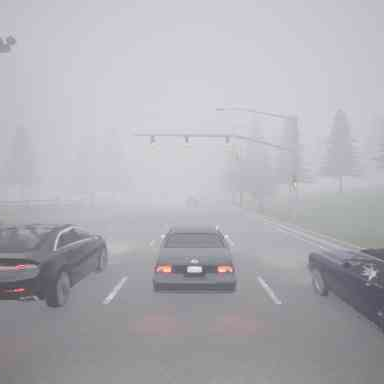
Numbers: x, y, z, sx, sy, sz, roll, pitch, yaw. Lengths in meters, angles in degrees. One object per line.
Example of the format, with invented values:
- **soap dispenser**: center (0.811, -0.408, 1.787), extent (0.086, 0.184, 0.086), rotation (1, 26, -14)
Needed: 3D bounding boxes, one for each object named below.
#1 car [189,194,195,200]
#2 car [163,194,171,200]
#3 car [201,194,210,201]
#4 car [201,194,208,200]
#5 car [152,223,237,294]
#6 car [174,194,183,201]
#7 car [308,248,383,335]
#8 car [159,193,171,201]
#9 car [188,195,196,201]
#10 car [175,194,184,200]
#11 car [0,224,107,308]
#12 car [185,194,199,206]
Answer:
- **car**: center (0.015, 1.310, 94.059), extent (1.882, 1.535, 5.008), rotation (0, 0, 0)
- **car**: center (-6.985, 1.385, 94.060), extent (1.994, 1.385, 4.181), rotation (0, 0, 0)
- **car**: center (3.513, 1.492, 83.639), extent (1.837, 1.490, 4.892), rotation (0, 0, 0)
- **car**: center (3.515, 1.310, 94.059), extent (1.882, 1.535, 5.008), rotation (0, 0, 0)
- **car**: center (0.068, 1.547, 8.957), extent (2.033, 1.411, 5.357), rotation (0, 0, 0)
- **car**: center (-3.487, 1.517, 84.056), extent (1.812, 1.442, 4.674), rotation (0, 0, 0)
- **car**: center (3.601, 1.601, 5.625), extent (1.895, 1.301, 4.718), rotation (0, 0, 0)
- **car**: center (-6.987, 1.217, 83.670), extent (2.150, 2.045, 5.566), rotation (0, 0, 0)
- **car**: center (0.013, 1.531, 83.639), extent (2.033, 1.411, 5.357), rotation (0, 0, 0)
- **car**: center (-3.485, 1.357, 94.060), extent (2.128, 1.511, 4.902), rotation (0, 0, 0)
- **car**: center (-3.399, 1.490, 7.866), extent (2.128, 1.511, 4.902), rotation (0, 0, 0)
- **car**: center (0.006, 1.352, 52.996), extent (2.097, 1.767, 4.553), rotation (0, 0, 0)
